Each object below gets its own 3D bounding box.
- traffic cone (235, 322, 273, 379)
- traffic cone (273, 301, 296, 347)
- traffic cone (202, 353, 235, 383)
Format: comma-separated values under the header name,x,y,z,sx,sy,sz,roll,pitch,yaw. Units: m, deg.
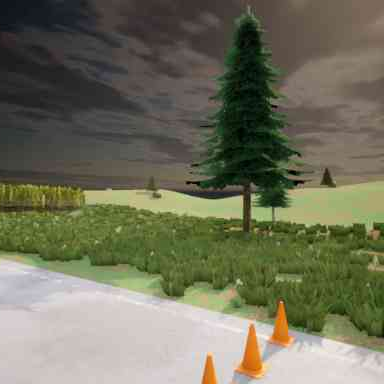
name,x,y,z,sx,sy,sz,roll,pitch,yaw
traffic cone,0.764,1.955,4.218,0.340,0.580,0.340,0,0,36
traffic cone,1.348,1.955,5.029,0.340,0.580,0.340,0,0,36
traffic cone,0.179,1.955,3.406,0.340,0.580,0.340,0,0,36
